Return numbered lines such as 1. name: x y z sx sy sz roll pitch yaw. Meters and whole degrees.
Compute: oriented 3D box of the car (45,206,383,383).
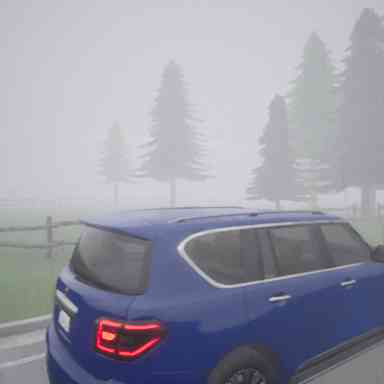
1. car: 1.052 1.221 4.499 5.566 2.045 2.150 0 0 -36
